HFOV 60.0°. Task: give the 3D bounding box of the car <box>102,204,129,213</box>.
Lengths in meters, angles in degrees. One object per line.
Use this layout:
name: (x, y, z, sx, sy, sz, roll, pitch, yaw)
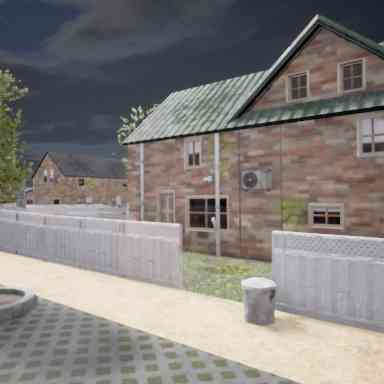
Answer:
car: (-7.551, 1.893, 30.745, 2.097, 1.767, 4.553, -1, -2, 35)
